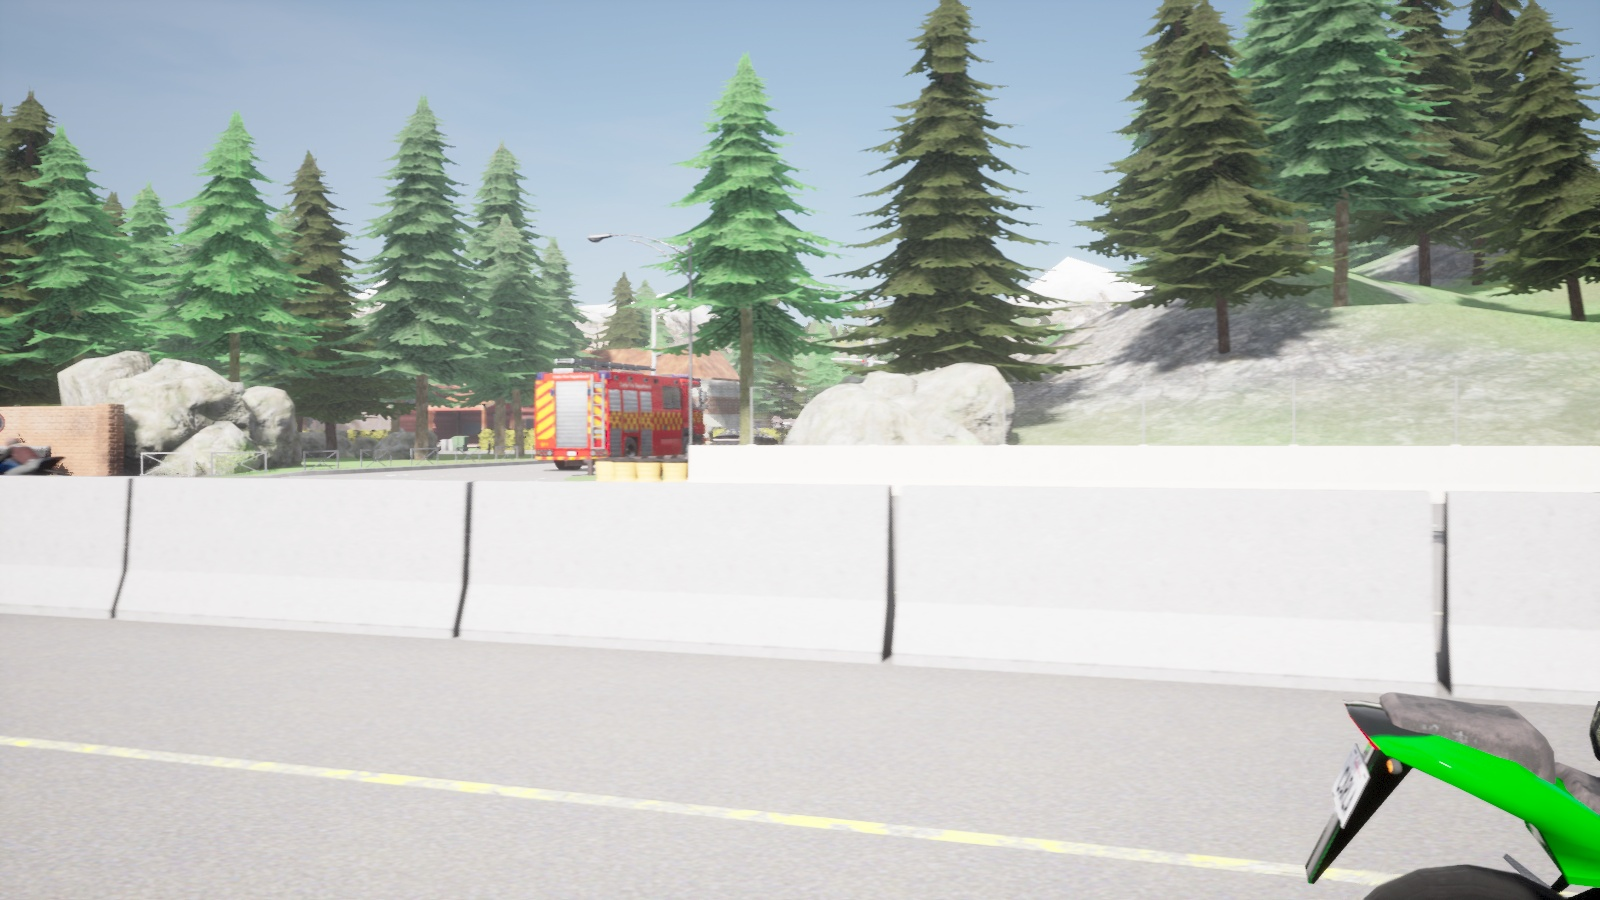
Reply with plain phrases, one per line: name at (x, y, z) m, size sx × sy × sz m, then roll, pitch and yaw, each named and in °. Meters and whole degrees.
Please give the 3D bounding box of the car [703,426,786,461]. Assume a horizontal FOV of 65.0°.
car at (-2.482, -0.340, 57.275) m, size 2.128 × 1.511 × 4.902 m, roll 1°, pitch 1°, yaw 19°

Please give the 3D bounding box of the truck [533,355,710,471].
truck at (-6.318, -1.298, 46.199) m, size 2.891 × 3.827 × 8.468 m, roll 1°, pitch 1°, yaw 19°

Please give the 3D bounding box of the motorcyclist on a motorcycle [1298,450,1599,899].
motorcyclist on a motorcycle at (2.108, 0.777, 2.484) m, size 2.044 × 1.523 × 0.797 m, roll 1°, pitch 1°, yaw 19°

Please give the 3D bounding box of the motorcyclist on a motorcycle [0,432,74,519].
motorcyclist on a motorcycle at (-14.398, 0.442, 22.808) m, size 2.191 × 1.530 × 0.866 m, roll 0°, pitch 1°, yaw 19°
